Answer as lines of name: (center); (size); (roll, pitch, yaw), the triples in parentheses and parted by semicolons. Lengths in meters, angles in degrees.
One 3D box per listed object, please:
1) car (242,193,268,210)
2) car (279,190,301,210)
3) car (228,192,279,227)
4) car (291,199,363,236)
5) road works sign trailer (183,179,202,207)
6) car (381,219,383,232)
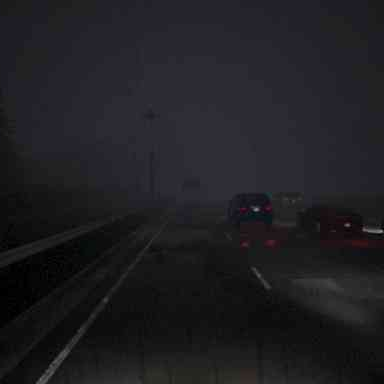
car: (7.102, 1.071, 37.904); (2.097, 1.767, 4.553); (0, 0, 0)
car: (10.603, 0.944, 37.446); (2.150, 2.045, 5.566); (0, 0, 0)
car: (3.600, 1.063, 21.276); (2.150, 2.045, 5.566); (0, 0, 0)
car: (7.101, 1.346, 17.654); (1.882, 1.535, 5.008); (0, 0, 0)
road works sign trailer: (0.002, 0.141, 43.662); (2.380, 3.560, 2.880); (0, 0, 0)
car: (10.601, 1.450, 15.231); (1.994, 1.385, 4.181); (0, 0, 0)
